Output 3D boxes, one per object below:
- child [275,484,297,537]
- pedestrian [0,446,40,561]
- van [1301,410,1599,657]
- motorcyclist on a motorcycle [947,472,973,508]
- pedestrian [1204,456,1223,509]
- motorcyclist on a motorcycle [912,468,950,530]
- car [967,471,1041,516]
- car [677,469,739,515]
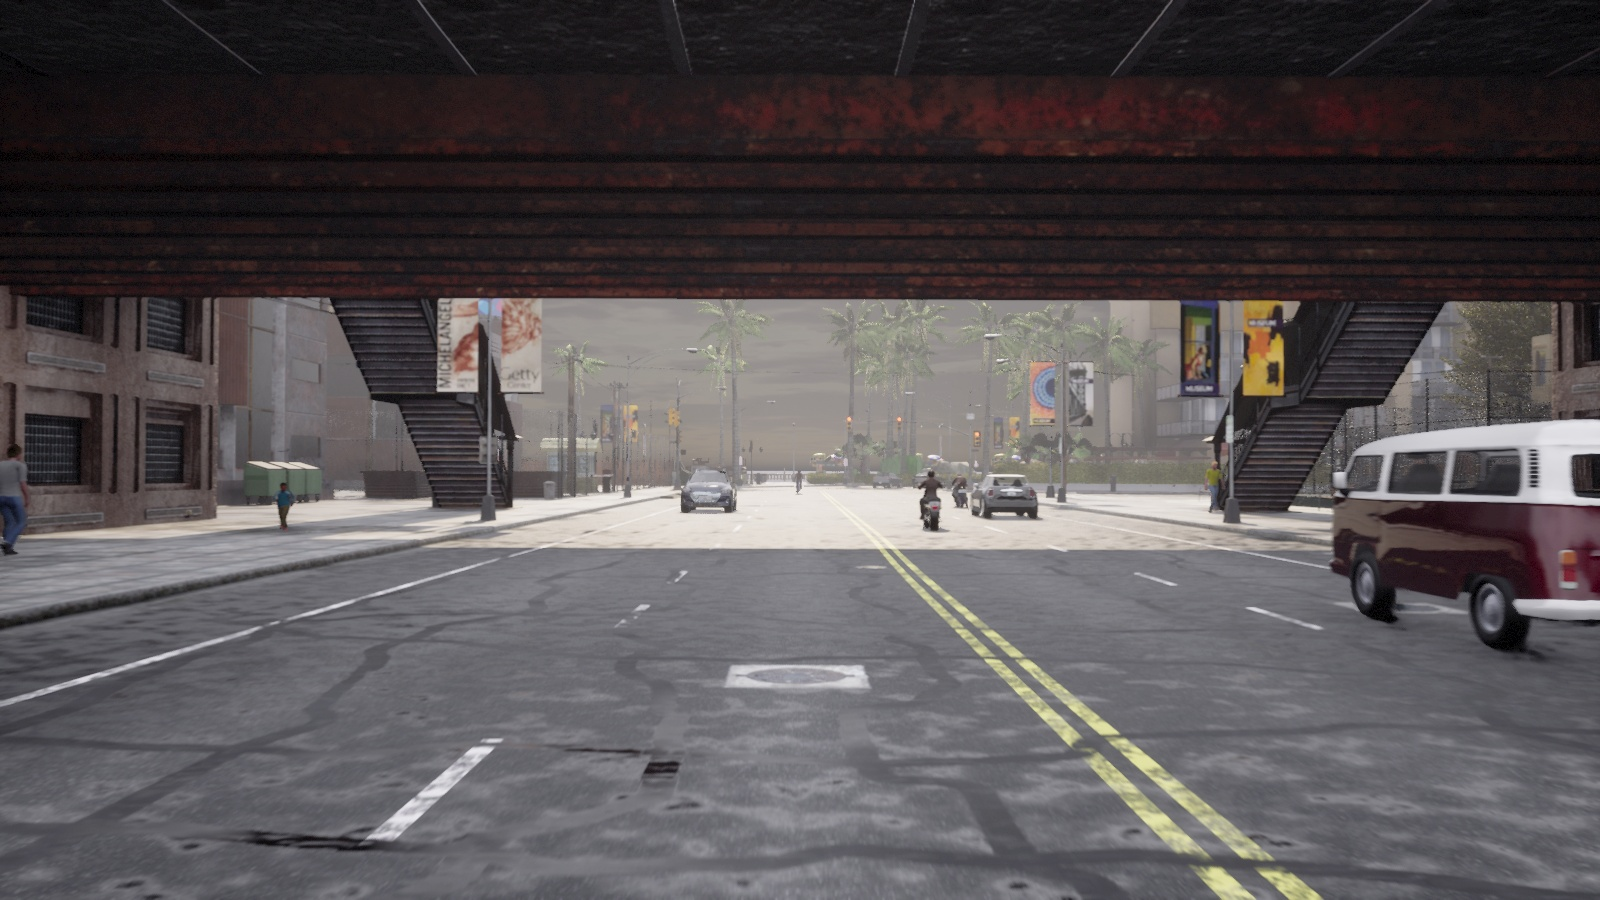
[{"bbox_3d":[-11.746,1.379,28.694,0.343,1.192,0.448,0,-1,-5],"label":"child"},{"bbox_3d":[-12.803,0.866,20.478,0.354,1.836,0.706,0,-1,5],"label":"pedestrian"},{"bbox_3d":[6.973,0.721,12.613,2.069,2.038,4.480,0,-1,0],"label":"van"},{"bbox_3d":[6.983,1.740,54.839,0.866,1.530,2.191,0,-1,1],"label":"motorcyclist on a motorcycle"},{"bbox_3d":[14.447,1.149,43.899,0.354,1.836,0.706,0,-1,-7],"label":"pedestrian"},{"bbox_3d":[3.569,1.327,34.431,0.766,1.649,2.350,0,-1,0],"label":"motorcyclist on a motorcycle"},{"bbox_3d":[7.052,1.485,43.770,1.970,1.475,3.806,0,-1,0],"label":"car"},{"bbox_3d":[-3.455,1.566,48.211,2.033,1.649,4.856,0,-1,0],"label":"car"}]
